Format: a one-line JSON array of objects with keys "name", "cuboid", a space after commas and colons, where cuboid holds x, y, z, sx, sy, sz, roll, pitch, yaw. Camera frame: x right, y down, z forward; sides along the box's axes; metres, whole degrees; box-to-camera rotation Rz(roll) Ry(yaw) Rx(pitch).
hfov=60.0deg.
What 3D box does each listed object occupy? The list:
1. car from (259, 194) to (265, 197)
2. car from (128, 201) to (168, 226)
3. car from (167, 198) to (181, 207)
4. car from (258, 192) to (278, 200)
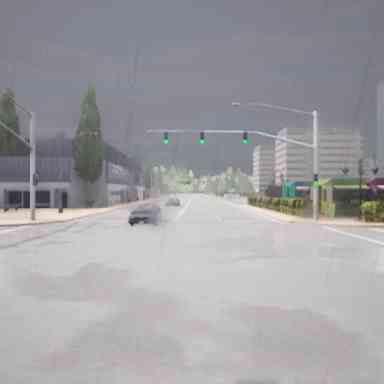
[{"name": "car", "cuboid": [19.127, 1.043, 80.957, 3.866, 1.878, 1.905, 0, 0, -1]}, {"name": "car", "cuboid": [-3.093, 1.516, 23.195, 2.033, 1.411, 5.357, 0, 0, 1]}, {"name": "car", "cuboid": [-2.689, 1.496, 48.274, 1.994, 1.385, 4.181, 0, 0, 1]}, {"name": "car", "cuboid": [19.154, 1.036, 83.852, 4.605, 1.855, 1.932, 0, 0, -1]}]
